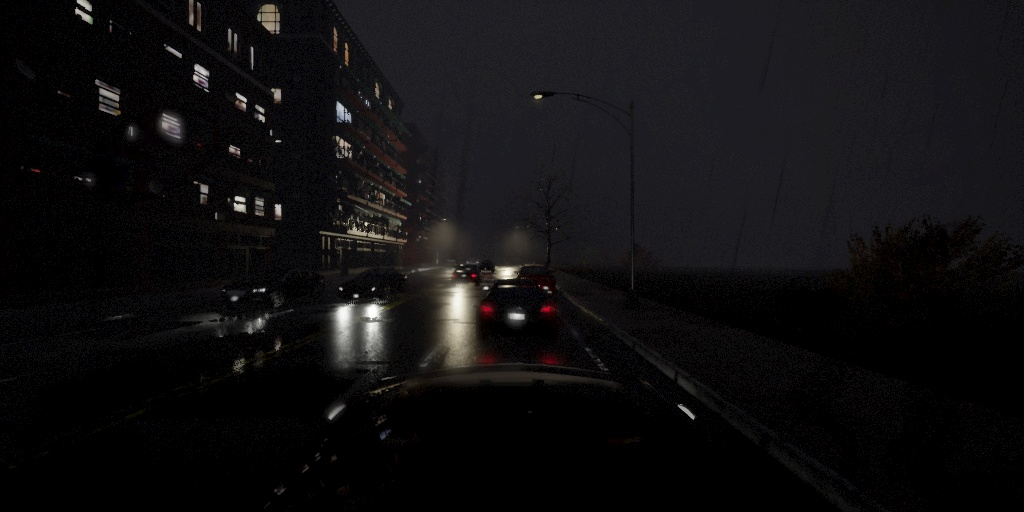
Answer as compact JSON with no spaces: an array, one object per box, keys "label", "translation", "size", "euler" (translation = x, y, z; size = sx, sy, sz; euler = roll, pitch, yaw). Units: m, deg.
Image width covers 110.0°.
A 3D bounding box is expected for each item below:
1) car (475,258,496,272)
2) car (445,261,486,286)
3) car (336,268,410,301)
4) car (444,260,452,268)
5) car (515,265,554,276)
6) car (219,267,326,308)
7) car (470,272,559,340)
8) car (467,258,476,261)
[{"label":"car","translation":[-3.091,1.254,44.322],"size":[1.837,1.490,4.892],"euler":[0,-1,0]},{"label":"car","translation":[-3.106,1.300,25.168],"size":[2.033,1.411,5.357],"euler":[0,0,-2]},{"label":"car","translation":[-6.578,1.299,17.782],"size":[2.033,1.411,5.357],"euler":[0,0,0]},{"label":"car","translation":[-9.753,1.314,58.113],"size":[1.994,1.385,4.181],"euler":[0,0,0]},{"label":"car","translation":[1.161,1.230,18.876],"size":[1.882,1.535,5.008],"euler":[0,0,0]},{"label":"car","translation":[-9.832,1.243,15.162],"size":[2.128,1.511,4.902],"euler":[0,0,0]},{"label":"car","translation":[0.113,1.315,9.957],"size":[1.994,1.385,4.181],"euler":[0,0,0]},{"label":"car","translation":[-6.492,1.102,60.320],"size":[2.097,1.767,4.553],"euler":[0,0,0]}]
